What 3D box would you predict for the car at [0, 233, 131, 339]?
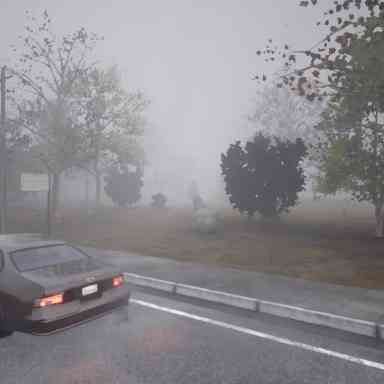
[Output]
[{"bbox_3d":[-3.614,1.547,6.558,5.357,1.411,2.033,0,0,35],"label":"car"}]
